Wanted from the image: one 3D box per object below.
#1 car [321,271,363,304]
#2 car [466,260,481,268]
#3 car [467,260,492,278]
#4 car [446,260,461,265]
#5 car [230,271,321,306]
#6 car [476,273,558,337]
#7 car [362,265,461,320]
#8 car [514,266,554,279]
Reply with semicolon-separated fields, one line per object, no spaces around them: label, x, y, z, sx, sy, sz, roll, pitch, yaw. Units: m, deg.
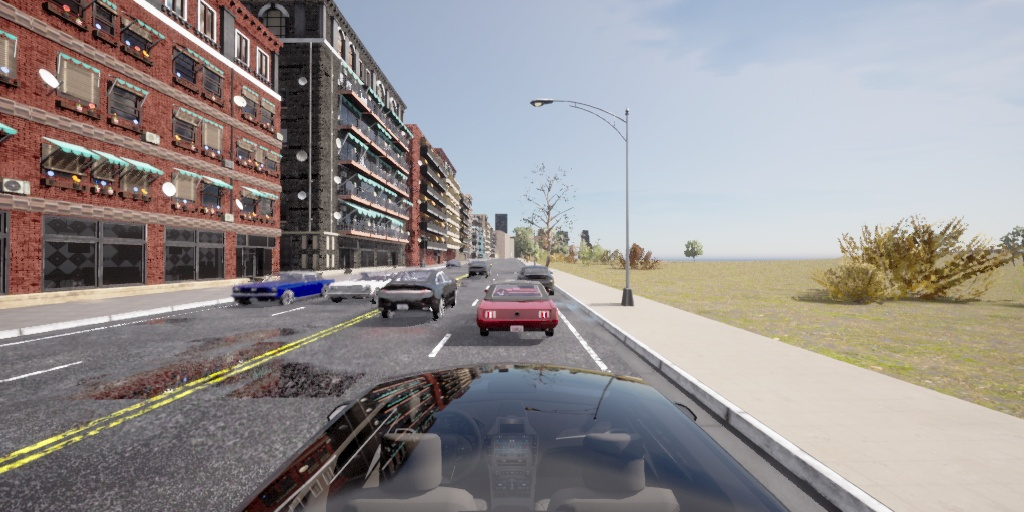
car;-6.545;1.353;16.613;1.895;1.301;4.718;0;0;0
car;-6.356;1.314;59.960;1.994;1.385;4.181;0;0;0
car;-3.027;1.258;34.023;1.837;1.490;4.892;0;0;0
car;-9.612;1.298;59.070;2.033;1.411;5.357;0;0;0
car;-9.798;1.353;15.806;1.895;1.301;4.718;0;0;0
car;0.131;1.352;10.305;1.895;1.301;4.718;0;0;0
car;-3.109;1.241;12.651;2.128;1.511;4.902;0;0;0
car;1.204;1.257;19.505;1.837;1.490;4.892;0;0;0
